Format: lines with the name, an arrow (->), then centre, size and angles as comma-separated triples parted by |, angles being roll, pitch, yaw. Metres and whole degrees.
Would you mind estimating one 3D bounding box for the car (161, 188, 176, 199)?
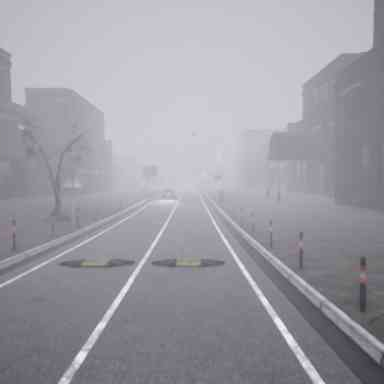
car -> -3.215, 0.143, 46.511 | 2.128, 1.511, 4.902 | 0, 2, 0
